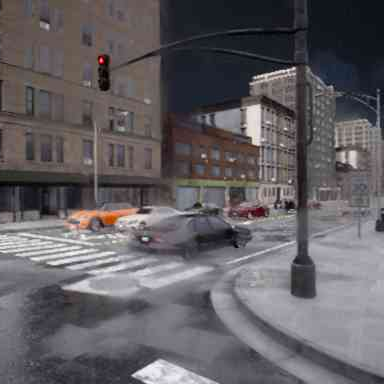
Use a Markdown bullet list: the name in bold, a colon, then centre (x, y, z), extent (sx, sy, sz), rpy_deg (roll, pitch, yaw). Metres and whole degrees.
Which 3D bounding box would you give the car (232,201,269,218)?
- **car**: centre (4.997, 1.527, 29.020), extent (1.882, 1.535, 5.008), rpy_deg (0, -1, 37)

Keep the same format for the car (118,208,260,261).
- **car**: centre (0.169, 1.513, 12.227), extent (2.033, 1.411, 5.357), rpy_deg (-1, -1, 40)

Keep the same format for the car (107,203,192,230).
- **car**: centre (-2.318, 1.545, 19.366), extent (1.812, 1.442, 4.674), rpy_deg (0, 0, 38)

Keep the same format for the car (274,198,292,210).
- **car**: centre (12.512, 1.600, 44.219), extent (2.128, 1.511, 4.902), rpy_deg (0, -1, 38)

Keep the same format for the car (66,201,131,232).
- **car**: centre (-5.432, 1.391, 20.662), extent (2.097, 1.767, 4.553), rpy_deg (0, 0, 37)

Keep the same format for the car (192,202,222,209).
- **car**: centre (0.971, 1.591, 29.092), extent (1.812, 1.442, 4.674), rpy_deg (0, -1, 37)

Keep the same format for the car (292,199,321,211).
- **car**: centre (14.652, 1.561, 41.673), extent (1.882, 1.535, 5.008), rpy_deg (0, -1, 38)

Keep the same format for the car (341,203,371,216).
- **car**: centre (16.234, 1.627, 32.739), extent (1.895, 1.301, 4.718), rpy_deg (0, 0, 37)
